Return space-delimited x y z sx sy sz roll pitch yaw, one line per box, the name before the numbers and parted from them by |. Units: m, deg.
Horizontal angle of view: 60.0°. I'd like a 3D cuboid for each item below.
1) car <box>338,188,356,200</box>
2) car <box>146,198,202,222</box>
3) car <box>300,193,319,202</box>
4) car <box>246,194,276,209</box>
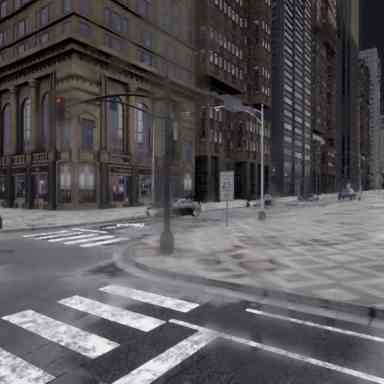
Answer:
car | 27.002 0.359 57.879 2.150 2.045 5.566 0 1 36
car | -1.203 1.203 23.969 2.128 1.511 4.902 0 1 36
car | 17.893 0.876 50.481 1.994 1.385 4.181 0 1 36
car | 7.552 1.001 36.195 2.128 1.511 4.902 0 1 36
